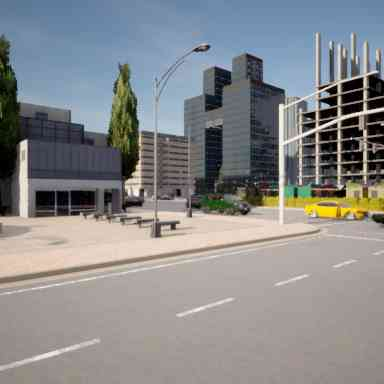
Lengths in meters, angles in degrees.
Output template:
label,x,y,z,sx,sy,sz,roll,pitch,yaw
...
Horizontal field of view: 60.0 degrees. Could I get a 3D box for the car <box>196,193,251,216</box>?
label,x,y,z,sx,sy,sz,roll,pitch,yaw
car,3.199,1.222,32.612,2.150,2.045,5.566,0,0,-38

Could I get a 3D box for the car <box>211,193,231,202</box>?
label,x,y,z,sx,sy,sz,roll,pitch,yaw
car,6.165,1.156,69.992,3.866,1.878,1.905,0,0,-40

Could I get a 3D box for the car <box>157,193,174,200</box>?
label,x,y,z,sx,sy,sz,roll,pitch,yaw
car,-6.380,1.156,85.082,3.866,1.878,1.905,0,0,-40

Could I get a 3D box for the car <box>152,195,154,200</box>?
label,x,y,z,sx,sy,sz,roll,pitch,yaw
car,-8.185,1.153,87.346,4.605,1.855,1.932,0,0,-40

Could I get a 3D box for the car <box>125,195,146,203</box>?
label,x,y,z,sx,sy,sz,roll,pitch,yaw
car,-11.717,1.491,68.910,2.128,1.511,4.902,0,0,-38

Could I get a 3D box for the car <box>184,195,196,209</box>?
label,x,y,z,sx,sy,sz,roll,pitch,yaw
car,1.173,1.492,40.856,2.128,1.511,4.902,0,0,-38

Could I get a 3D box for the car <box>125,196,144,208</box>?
label,x,y,z,sx,sy,sz,roll,pitch,yaw
car,-8.891,1.601,48.021,1.895,1.301,4.718,0,0,-38

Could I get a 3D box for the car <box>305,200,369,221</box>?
label,x,y,z,sx,sy,sz,roll,pitch,yaw
car,11.891,1.478,27.588,1.882,1.535,5.008,0,0,-41

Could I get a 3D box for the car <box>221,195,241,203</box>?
label,x,y,z,sx,sy,sz,roll,pitch,yaw
car,8.003,1.395,67.756,3.806,1.475,1.970,0,0,-40

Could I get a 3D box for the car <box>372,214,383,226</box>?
label,x,y,z,sx,sy,sz,roll,pitch,yaw
car,13.434,1.601,19.587,1.895,1.301,4.718,0,0,-38

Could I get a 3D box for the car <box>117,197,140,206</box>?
label,x,y,z,sx,sy,sz,roll,pitch,yaw
car,-10.834,1.601,56.233,1.895,1.301,4.718,0,0,-38
